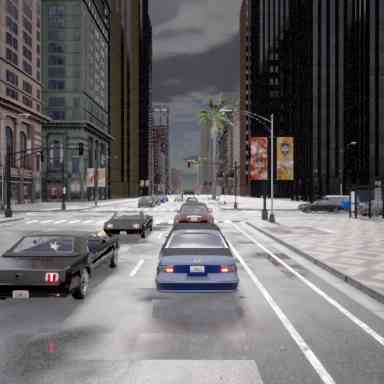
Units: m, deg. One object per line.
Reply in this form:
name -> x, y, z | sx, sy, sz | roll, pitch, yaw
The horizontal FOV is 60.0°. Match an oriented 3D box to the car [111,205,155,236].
car -> -3.165, 1.600, 17.530 | 1.895, 1.301, 4.718 | 0, 0, 0

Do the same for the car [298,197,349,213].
car -> 13.716, 1.509, 35.504 | 4.674, 1.442, 1.812 | 0, 0, 2

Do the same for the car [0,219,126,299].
car -> -3.154, 1.600, 8.362 | 1.895, 1.301, 4.718 | 0, 0, 0

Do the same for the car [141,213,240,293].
car -> 0.097, 1.547, 8.991 | 2.033, 1.411, 5.357 | 0, 0, 0

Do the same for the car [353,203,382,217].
car -> 17.053, 1.549, 29.648 | 4.403, 1.369, 2.008 | 0, 0, 0

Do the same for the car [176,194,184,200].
car -> -3.306, 1.316, 90.433 | 1.882, 1.535, 5.008 | 0, 0, 0

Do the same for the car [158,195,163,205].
car -> -6.613, 1.507, 58.070 | 1.837, 1.490, 4.892 | 0, 0, 0

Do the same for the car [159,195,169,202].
car -> -6.548, 1.529, 77.740 | 1.812, 1.442, 4.674 | 0, 0, 0

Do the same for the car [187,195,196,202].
car -> -0.050, 1.545, 80.394 | 2.033, 1.411, 5.357 | 0, 0, 0

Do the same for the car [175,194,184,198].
car -> -3.300, 1.521, 80.429 | 1.812, 1.442, 4.674 | 0, 0, 0

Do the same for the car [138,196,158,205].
car -> -6.621, 1.354, 48.840 | 2.097, 1.767, 4.553 | 0, 0, 0

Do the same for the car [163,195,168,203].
car -> -6.554, 1.481, 67.574 | 1.882, 1.535, 5.008 | 0, 0, 0

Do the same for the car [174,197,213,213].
car -> 0.108, 1.352, 18.435 | 2.097, 1.767, 4.553 | 0, 0, 0

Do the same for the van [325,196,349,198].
van -> 17.043, 1.315, 38.172 | 3.998, 1.788, 1.690 | 0, 0, 0

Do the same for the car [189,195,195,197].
car -> 0.026, 1.527, 49.785 | 1.812, 1.442, 4.674 | 0, 0, 0
